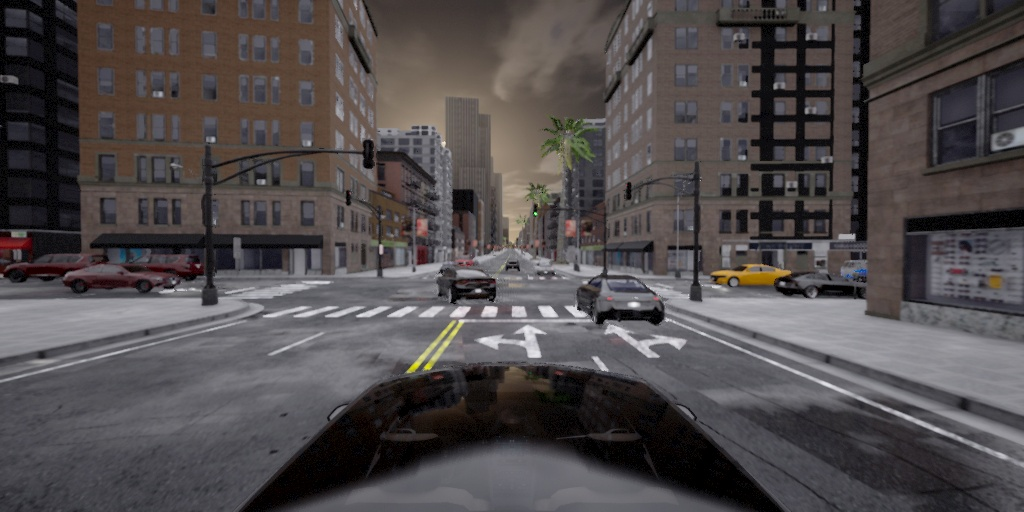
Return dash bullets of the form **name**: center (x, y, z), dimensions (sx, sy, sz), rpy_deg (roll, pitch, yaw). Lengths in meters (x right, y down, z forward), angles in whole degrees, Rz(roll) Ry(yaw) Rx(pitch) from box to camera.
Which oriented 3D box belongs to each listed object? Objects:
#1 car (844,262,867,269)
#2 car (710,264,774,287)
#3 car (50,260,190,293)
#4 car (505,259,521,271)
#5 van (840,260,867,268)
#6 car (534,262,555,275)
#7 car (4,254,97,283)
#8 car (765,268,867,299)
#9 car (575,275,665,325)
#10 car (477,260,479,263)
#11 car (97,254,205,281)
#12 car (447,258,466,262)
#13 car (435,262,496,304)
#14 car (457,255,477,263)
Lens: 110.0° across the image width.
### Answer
- **car**: center (26.378, 1.392, 24.629), dimensions (5.008, 1.535, 1.882), rpy_deg (0, 1, 0)
- **car**: center (16.327, 1.314, 24.684), dimensions (5.008, 1.535, 1.882), rpy_deg (0, 1, 0)
- **car**: center (-20.451, 1.130, 18.917), dimensions (4.674, 1.442, 1.812), rpy_deg (0, 1, -9)
- **car**: center (0.106, 1.193, 48.307), dimensions (1.837, 1.490, 4.892), rpy_deg (0, 0, 0)
- **van**: center (27.252, 1.222, 27.204), dimensions (3.998, 1.789, 1.690), rpy_deg (0, 0, 0)
- **car**: center (3.355, 1.304, 37.620), dimensions (1.895, 1.301, 4.718), rpy_deg (0, 0, 0)
- **car**: center (-29.338, 0.770, 23.420), dimensions (5.009, 1.841, 2.192), rpy_deg (0, 0, -9)
- **car**: center (16.210, 1.494, 18.741), dimensions (4.313, 1.339, 1.948), rpy_deg (0, 0, 0)
- **car**: center (3.350, 1.301, 11.844), dimensions (1.994, 1.385, 4.181), rpy_deg (0, 0, 0)
- **car**: center (-6.493, 1.213, 59.407), dimensions (2.033, 1.411, 5.357), rpy_deg (0, 0, 0)
- **car**: center (-23.891, 0.811, 24.241), dimensions (5.009, 1.841, 2.192), rpy_deg (0, 0, -9)
- **car**: center (-6.590, 1.265, 39.152), dimensions (1.994, 1.385, 4.181), rpy_deg (0, 0, 0)
- **car**: center (-2.268, 1.234, 16.611), dimensions (1.882, 1.535, 5.008), rpy_deg (0, 0, -22)
- **car**: center (-6.562, 0.908, 48.925), dimensions (2.150, 2.045, 5.566), rpy_deg (0, 0, 0)
